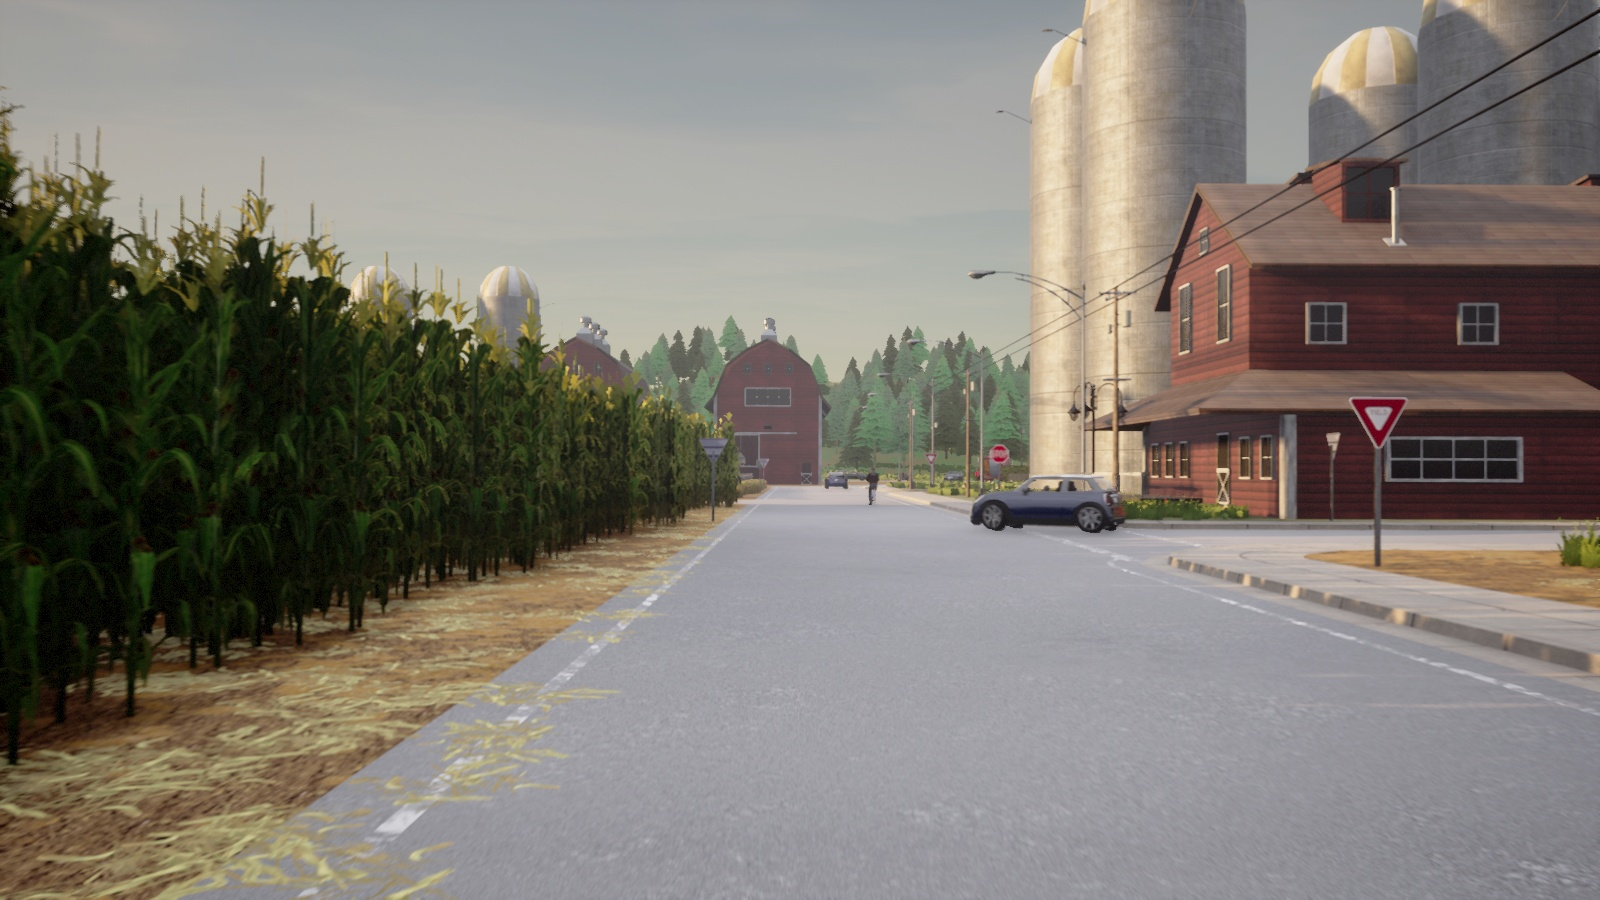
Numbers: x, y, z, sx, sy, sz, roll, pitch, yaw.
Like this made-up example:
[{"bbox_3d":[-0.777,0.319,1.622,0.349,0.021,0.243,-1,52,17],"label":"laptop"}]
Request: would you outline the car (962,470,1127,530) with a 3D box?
[{"bbox_3d":[6.420,1.288,32.957,3.806,1.475,1.970,-1,-1,29],"label":"car"}]
